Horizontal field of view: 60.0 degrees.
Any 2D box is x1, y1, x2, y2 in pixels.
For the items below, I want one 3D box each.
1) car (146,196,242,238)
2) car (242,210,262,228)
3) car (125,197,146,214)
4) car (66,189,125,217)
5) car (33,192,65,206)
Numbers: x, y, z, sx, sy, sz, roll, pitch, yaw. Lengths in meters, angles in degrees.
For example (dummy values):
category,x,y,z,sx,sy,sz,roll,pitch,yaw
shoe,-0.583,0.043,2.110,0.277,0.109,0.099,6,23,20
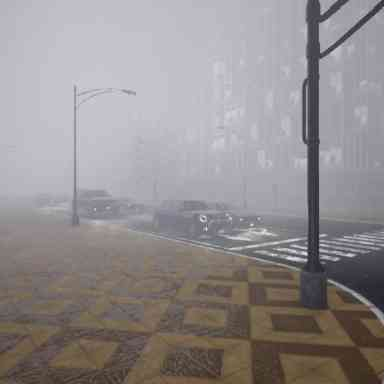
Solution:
category,x,y,z,sx,sy,sz,roll,pitch,yaw
car,-0.048,1.124,16.512,2.097,1.767,4.553,0,1,-38
car,1.613,1.289,19.706,2.033,1.411,5.357,0,1,-36
car,-5.869,1.122,29.128,1.895,1.301,4.718,0,1,-38
car,-7.746,0.768,26.257,2.150,2.045,5.566,0,1,-38
car,-16.403,0.778,37.299,2.128,1.511,4.902,0,1,-38
